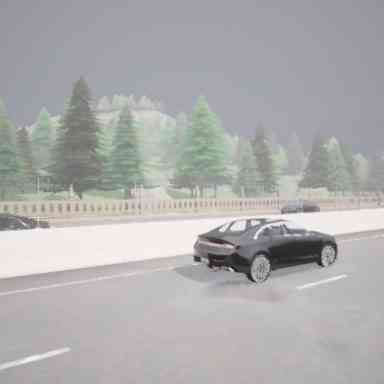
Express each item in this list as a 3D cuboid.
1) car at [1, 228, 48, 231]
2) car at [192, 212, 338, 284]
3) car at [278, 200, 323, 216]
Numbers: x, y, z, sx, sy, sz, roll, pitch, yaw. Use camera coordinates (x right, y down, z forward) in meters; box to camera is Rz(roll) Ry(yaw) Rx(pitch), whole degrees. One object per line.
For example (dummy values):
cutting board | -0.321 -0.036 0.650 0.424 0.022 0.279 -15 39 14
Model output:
car | -7.501 1.506 11.539 4.892 1.490 1.837 0 0 -35
car | 2.291 1.499 9.675 4.902 1.511 2.128 0 0 -36
car | 10.867 1.554 33.205 4.674 1.442 1.812 0 0 -36
